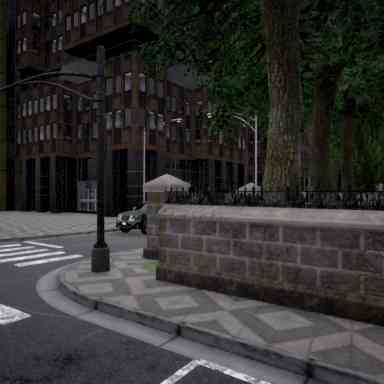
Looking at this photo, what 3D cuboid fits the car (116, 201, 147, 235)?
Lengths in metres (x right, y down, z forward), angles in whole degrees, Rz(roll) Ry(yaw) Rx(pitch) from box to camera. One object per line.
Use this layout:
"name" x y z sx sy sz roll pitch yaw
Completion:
"car" -2.441 1.584 22.039 2.150 2.045 5.566 0 -1 35
